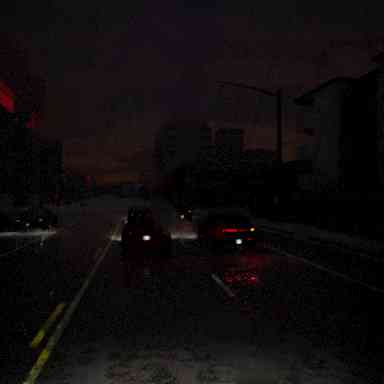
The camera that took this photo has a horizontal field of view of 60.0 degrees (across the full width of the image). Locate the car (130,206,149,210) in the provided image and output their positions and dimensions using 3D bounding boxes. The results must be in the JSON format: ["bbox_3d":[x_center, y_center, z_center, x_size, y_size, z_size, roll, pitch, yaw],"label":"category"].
[{"bbox_3d":[-4.676,1.916,29.226,1.895,1.301,4.718,0,-1,-12],"label":"car"}]

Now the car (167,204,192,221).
[{"bbox_3d":[-1.123,1.818,30.176,1.837,1.490,4.892,0,0,-8],"label":"car"}]

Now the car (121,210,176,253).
[{"bbox_3d":[-2.013,1.720,14.523,1.994,1.385,4.181,0,0,-9],"label":"car"}]

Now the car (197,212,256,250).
[{"bbox_3d":[1.429,1.656,15.163,1.837,1.490,4.892,0,0,-9],"label":"car"}]

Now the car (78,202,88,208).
[{"bbox_3d":[-27.302,3.237,83.354,1.895,1.301,4.718,0,-2,-13],"label":"car"}]

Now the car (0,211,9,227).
[{"bbox_3d":[-14.117,1.849,22.705,1.994,1.385,4.181,0,-1,-10],"label":"car"}]

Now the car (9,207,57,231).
[{"bbox_3d":[-10.613,1.799,22.976,1.812,1.442,4.674,0,-1,-10],"label":"car"}]
